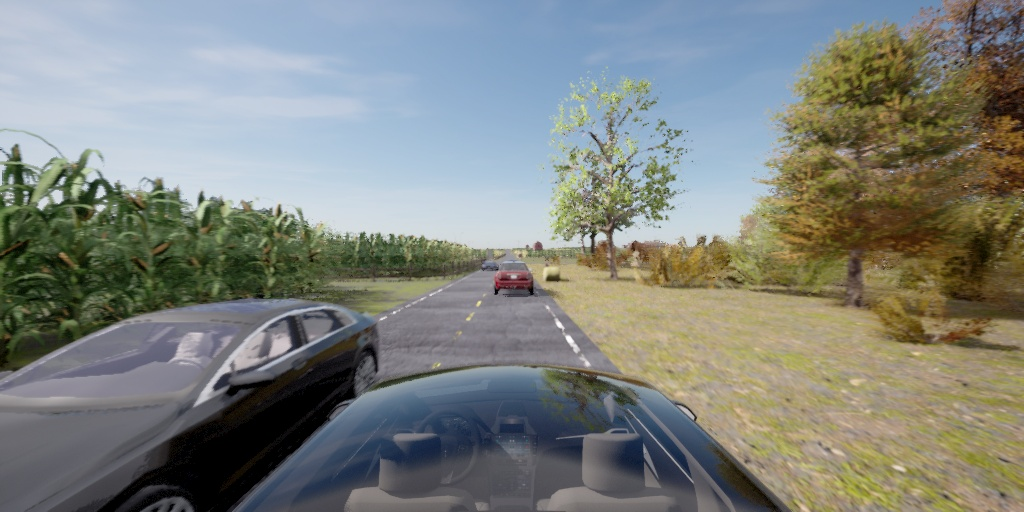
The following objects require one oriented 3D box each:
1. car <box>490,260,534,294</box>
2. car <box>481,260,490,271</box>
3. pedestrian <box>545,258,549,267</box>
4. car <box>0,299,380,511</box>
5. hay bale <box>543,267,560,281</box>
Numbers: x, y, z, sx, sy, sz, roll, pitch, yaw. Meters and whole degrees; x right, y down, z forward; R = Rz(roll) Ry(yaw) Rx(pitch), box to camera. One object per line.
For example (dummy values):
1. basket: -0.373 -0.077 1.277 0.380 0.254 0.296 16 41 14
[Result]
1. car: 0.094 1.085 20.245 2.097 1.767 4.553 0 0 0
2. car: -2.841 1.247 46.306 1.994 1.385 4.181 0 0 0
3. pedestrian: 2.816 1.016 29.302 0.375 1.860 0.375 0 0 0
4. car: -2.851 1.241 3.384 2.128 1.511 4.902 0 0 0
5. hay bale: 3.117 1.375 28.189 1.220 1.180 1.240 0 0 0
